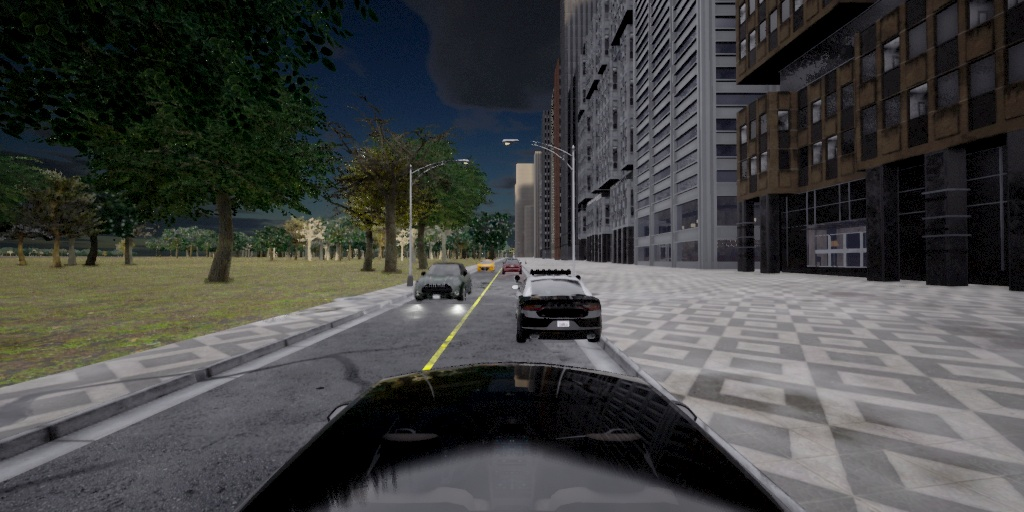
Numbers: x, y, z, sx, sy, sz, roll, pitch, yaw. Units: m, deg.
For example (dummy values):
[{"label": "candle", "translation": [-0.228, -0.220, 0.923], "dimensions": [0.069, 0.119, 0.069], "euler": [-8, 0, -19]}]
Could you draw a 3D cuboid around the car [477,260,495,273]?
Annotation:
[{"label": "car", "translation": [-3.065, 1.183, 42.612], "dimensions": [1.882, 1.535, 5.008], "euler": [0, 0, 0]}]

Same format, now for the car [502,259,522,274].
[{"label": "car", "translation": [0.018, 1.063, 39.647], "dimensions": [2.097, 1.767, 4.553], "euler": [0, 0, 0]}]

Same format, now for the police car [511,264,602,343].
[{"label": "police car", "translation": [1.038, 1.174, 9.859], "dimensions": [1.930, 1.638, 5.238], "euler": [0, 0, 0]}]

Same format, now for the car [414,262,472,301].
[{"label": "car", "translation": [-3.124, 1.098, 17.044], "dimensions": [2.097, 1.767, 4.553], "euler": [0, 0, 0]}]
